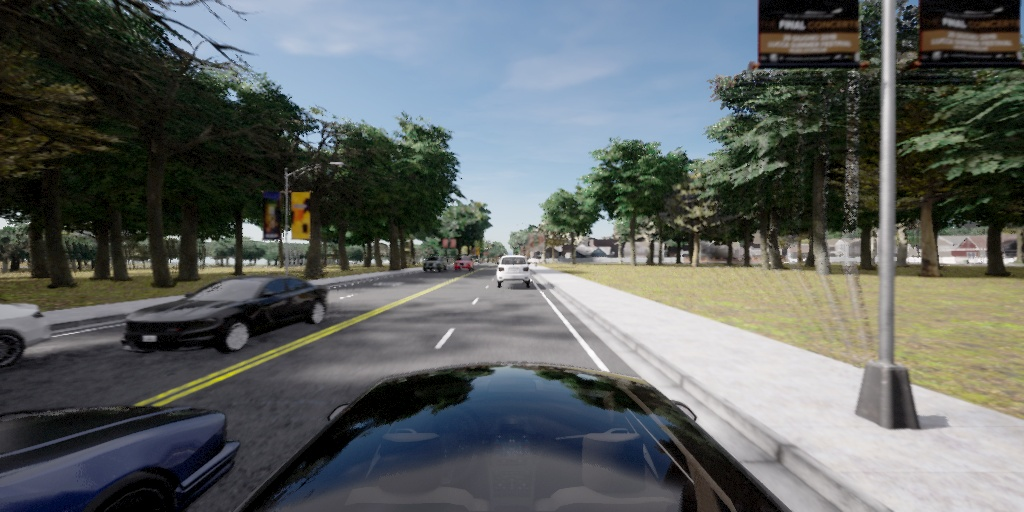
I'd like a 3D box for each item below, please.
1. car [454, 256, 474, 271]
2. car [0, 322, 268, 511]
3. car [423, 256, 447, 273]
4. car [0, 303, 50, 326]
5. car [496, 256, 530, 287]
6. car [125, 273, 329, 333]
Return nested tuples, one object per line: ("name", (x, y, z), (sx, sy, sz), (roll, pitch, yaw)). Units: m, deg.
("car", (-6.573, 1.043, 49.642), (2.150, 2.045, 5.566), (0, 0, 0))
("car", (-3.149, 1.298, 0.427), (2.033, 1.411, 5.357), (0, 0, 0))
("car", (-9.827, 1.033, 46.123), (2.150, 2.045, 5.566), (0, 0, 0))
("car", (-9.838, 1.276, 4.963), (1.812, 1.442, 4.674), (0, 0, 0))
("car", (0.103, 0.990, 24.850), (2.150, 2.045, 5.566), (0, 0, 0))
("car", (-6.598, 1.228, 9.026), (1.882, 1.535, 5.008), (0, 0, 0))
